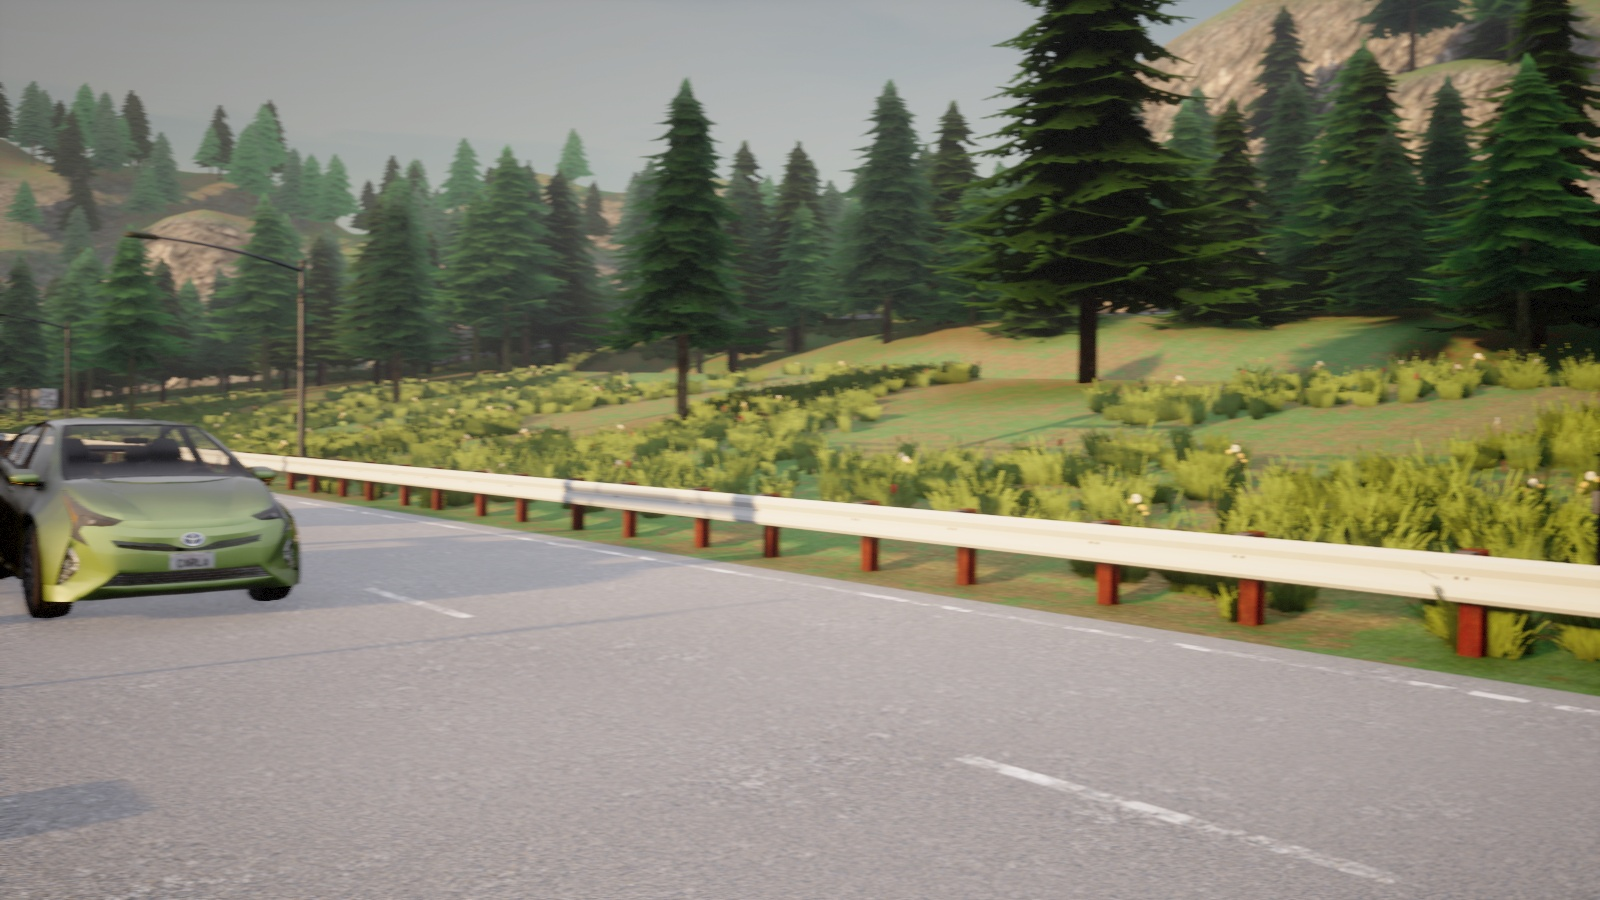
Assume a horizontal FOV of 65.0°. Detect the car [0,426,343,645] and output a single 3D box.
[{"bbox_3d":[-5.905,0.569,11.196,2.007,1.525,4.514,-1,2,-40],"label":"car"}]
